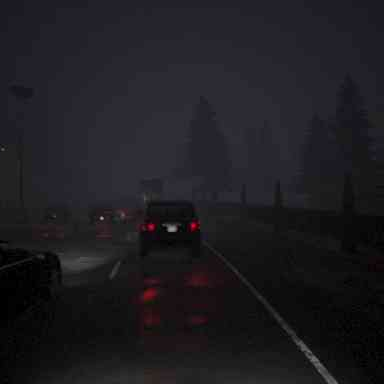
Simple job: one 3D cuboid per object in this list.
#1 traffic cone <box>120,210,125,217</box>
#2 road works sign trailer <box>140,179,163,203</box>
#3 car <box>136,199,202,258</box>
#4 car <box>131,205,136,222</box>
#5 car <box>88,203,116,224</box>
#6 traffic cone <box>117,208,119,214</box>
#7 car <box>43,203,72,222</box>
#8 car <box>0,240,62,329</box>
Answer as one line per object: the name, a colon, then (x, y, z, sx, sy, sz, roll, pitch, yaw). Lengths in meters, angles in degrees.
traffic cone: (-6.681, 2.144, 32.293, 0.340, 0.580, 0.340, 0, 0, -17)
road works sign trailer: (-3.777, 0.535, 32.286, 2.380, 3.560, 2.880, -2, 3, 24)
car: (-0.989, 1.295, 13.349, 2.150, 2.045, 5.566, 0, 0, -8)
car: (-4.126, 1.657, 28.520, 1.882, 1.535, 5.008, 1, -1, -14)
car: (-7.156, 1.664, 26.480, 1.837, 1.490, 4.892, 0, 0, -15)
traffic cone: (-7.260, 2.155, 34.207, 0.340, 0.580, 0.340, 0, 0, -17)
car: (-11.167, 1.670, 27.809, 2.128, 1.511, 4.902, 0, 0, -16)
car: (-3.747, 1.532, 5.542, 2.128, 1.511, 4.902, 0, 0, -3)
